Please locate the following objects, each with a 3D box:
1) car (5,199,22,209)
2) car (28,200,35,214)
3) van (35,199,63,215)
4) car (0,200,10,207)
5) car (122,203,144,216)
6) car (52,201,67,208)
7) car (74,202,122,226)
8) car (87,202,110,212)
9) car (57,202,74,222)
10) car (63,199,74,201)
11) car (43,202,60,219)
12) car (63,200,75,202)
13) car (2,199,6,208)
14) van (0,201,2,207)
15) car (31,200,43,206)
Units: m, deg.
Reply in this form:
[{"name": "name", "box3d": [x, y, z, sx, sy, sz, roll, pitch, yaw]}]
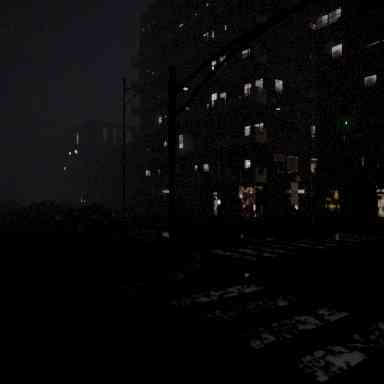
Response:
[{"name": "car", "box3d": [-33.176, 2.365, 62.328, 1.967, 1.590, 4.097, -1, 0, -35]}, {"name": "car", "box3d": [-20.353, 2.073, 44.329, 1.967, 1.590, 4.097, -1, 0, -35]}, {"name": "van", "box3d": [-17.149, 1.900, 39.830, 1.690, 1.788, 3.998, -1, 0, -35]}, {"name": "car", "box3d": [-42.693, 2.666, 75.688, 1.752, 1.417, 4.829, -1, 0, -35]}, {"name": "car", "box3d": [-7.423, 2.006, 39.764, 1.752, 1.417, 4.829, -1, 0, -35]}, {"name": "car", "box3d": [-26.547, 2.462, 66.606, 1.887, 1.381, 4.507, -1, 0, -35]}, {"name": "car", "box3d": [-7.530, 1.776, 26.330, 1.967, 1.590, 4.097, -1, 0, -35]}, {"name": "car", "box3d": [-13.731, 2.191, 48.619, 1.947, 1.339, 4.313, -1, 0, -35]}, {"name": "car", "box3d": [-10.636, 1.934, 30.691, 1.752, 1.417, 4.829, -1, 0, -35]}, {"name": "car", "box3d": [-23.347, 2.160, 62.109, 2.192, 1.841, 5.009, -1, 0, -35]}, {"name": "car", "box3d": [-13.939, 2.036, 35.329, 2.008, 1.369, 4.403, -1, 0, -35]}, {"name": "car", "box3d": [-18.023, 2.164, 45.498, 1.994, 1.385, 4.181, 0, -1, -35]}, {"name": "car", "box3d": [-36.380, 2.542, 66.828, 1.887, 1.381, 4.507, -1, 0, -35]}, {"name": "van", "box3d": [-39.589, 2.411, 71.328, 1.690, 1.788, 3.998, -1, 0, -35]}, {"name": "car", "box3d": [-39.361, 2.773, 84.593, 1.947, 1.339, 4.313, -1, 0, -35]}]
